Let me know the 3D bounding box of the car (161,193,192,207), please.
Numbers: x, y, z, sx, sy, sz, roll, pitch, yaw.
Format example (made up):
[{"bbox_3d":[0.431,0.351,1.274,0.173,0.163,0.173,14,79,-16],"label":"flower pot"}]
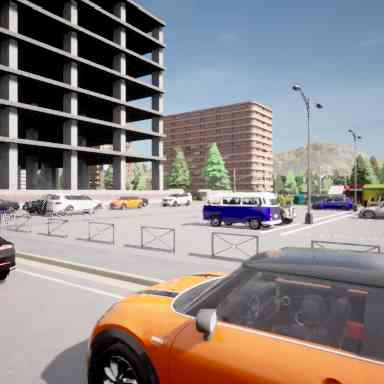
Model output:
[{"bbox_3d":[-2.297,1.166,50.921,2.150,2.045,5.566,0,0,35],"label":"car"}]

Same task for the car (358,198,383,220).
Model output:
[{"bbox_3d":[14.613,1.395,24.802,3.806,1.475,1.970,0,0,36],"label":"car"}]

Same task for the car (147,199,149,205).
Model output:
[{"bbox_3d":[-8.390,1.436,48.379,2.128,1.511,4.902,0,0,35],"label":"car"}]

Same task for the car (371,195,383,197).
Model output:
[{"bbox_3d":[17.819,1.153,29.367,4.605,1.855,1.932,0,0,36],"label":"car"}]

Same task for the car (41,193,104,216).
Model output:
[{"bbox_3d":[-11.112,1.166,32.034,2.150,2.045,5.566,0,0,35],"label":"car"}]

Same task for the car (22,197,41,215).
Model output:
[{"bbox_3d":[-14.250,1.166,34.009,2.150,2.045,5.566,0,0,35],"label":"car"}]

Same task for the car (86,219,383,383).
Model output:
[{"bbox_3d":[1.036,1.352,3.250,4.553,1.767,2.097,0,0,35],"label":"car"}]

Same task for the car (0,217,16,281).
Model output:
[{"bbox_3d":[-6.477,1.492,8.564,4.902,1.511,2.128,0,0,35],"label":"car"}]

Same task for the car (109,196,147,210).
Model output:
[{"bbox_3d":[-8.373,1.297,42.337,2.097,1.767,4.553,0,0,35],"label":"car"}]

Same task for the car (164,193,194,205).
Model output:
[{"bbox_3d":[-2.185,1.166,57.103,2.150,2.045,5.566,0,0,36],"label":"car"}]

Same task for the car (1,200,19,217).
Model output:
[{"bbox_3d":[-14.114,1.472,21.671,1.812,1.442,4.674,0,0,35],"label":"car"}]
